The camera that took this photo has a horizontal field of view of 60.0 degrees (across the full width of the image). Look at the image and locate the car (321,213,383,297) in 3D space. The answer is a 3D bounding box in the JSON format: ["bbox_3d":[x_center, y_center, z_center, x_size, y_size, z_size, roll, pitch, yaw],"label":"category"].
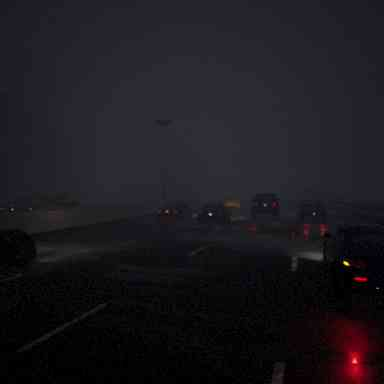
[{"bbox_3d":[4.281,1.478,8.042,1.812,1.442,4.674,0,0,18],"label":"car"}]

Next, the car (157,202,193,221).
[{"bbox_3d":[-1.246,1.483,26.856,2.033,1.411,5.357,0,0,13],"label":"car"}]

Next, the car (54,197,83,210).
[{"bbox_3d":[-11.522,1.470,29.935,1.882,1.535,5.008,0,0,13],"label":"car"}]

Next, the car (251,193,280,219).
[{"bbox_3d":[6.259,1.106,28.349,2.150,2.045,5.566,0,0,13],"label":"car"}]

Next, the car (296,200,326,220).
[{"bbox_3d":[9.364,1.362,26.320,2.128,1.511,4.902,0,0,13],"label":"car"}]

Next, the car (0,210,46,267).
[{"bbox_3d":[-6.507,1.370,8.927,2.097,1.767,4.553,0,0,20],"label":"car"}]

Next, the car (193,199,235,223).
[{"bbox_3d":[1.743,1.488,24.526,1.994,1.385,4.181,0,0,14],"label":"car"}]

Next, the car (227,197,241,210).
[{"bbox_3d":[4.994,1.336,40.773,1.882,1.535,5.008,0,0,9],"label":"car"}]

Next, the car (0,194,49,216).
[{"bbox_3d":[-17.627,1.239,34.641,2.150,2.045,5.566,0,0,12],"label":"car"}]
